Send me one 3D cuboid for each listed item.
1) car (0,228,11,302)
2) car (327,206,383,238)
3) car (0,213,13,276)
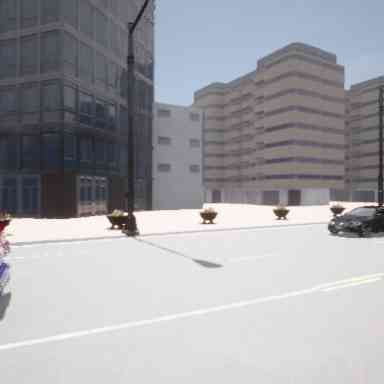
[{"bbox_3d":[-5.663,1.314,5.574,4.553,1.767,2.097,0,0,-24],"label":"car"},{"bbox_3d":[9.057,1.451,17.045,4.674,1.442,1.812,0,0,-29],"label":"car"},{"bbox_3d":[-7.536,1.422,8.548,5.008,1.535,1.882,0,0,-24],"label":"car"}]
